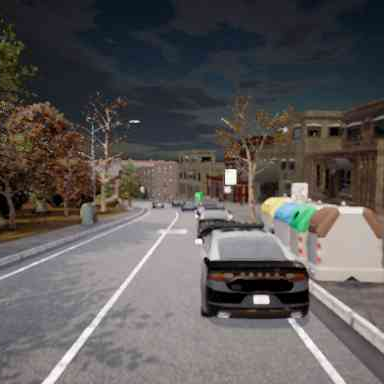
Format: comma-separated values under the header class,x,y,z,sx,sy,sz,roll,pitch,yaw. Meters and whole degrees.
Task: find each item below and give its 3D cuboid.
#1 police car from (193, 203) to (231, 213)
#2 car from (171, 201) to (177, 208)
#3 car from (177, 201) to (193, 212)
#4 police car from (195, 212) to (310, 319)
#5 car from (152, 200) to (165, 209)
class,x,y,z,sx,sy,sz,roll,pitch,yaw
police car,1.185,1.608,17.833,1.930,1.638,5.238,0,-1,0
car,-2.587,2.199,59.930,1.895,1.301,4.718,-1,0,-12
car,-0.521,2.022,46.325,1.994,1.385,4.181,-1,-1,-6
police car,1.106,1.506,7.785,1.930,1.638,5.238,0,-1,0
car,-5.794,2.130,57.137,2.128,1.511,4.902,-1,-1,-11
